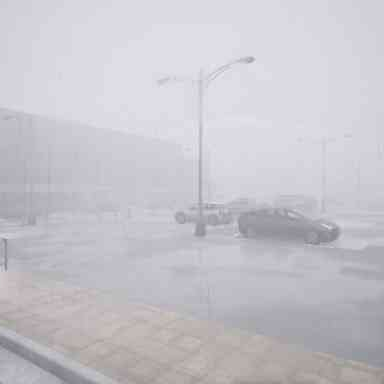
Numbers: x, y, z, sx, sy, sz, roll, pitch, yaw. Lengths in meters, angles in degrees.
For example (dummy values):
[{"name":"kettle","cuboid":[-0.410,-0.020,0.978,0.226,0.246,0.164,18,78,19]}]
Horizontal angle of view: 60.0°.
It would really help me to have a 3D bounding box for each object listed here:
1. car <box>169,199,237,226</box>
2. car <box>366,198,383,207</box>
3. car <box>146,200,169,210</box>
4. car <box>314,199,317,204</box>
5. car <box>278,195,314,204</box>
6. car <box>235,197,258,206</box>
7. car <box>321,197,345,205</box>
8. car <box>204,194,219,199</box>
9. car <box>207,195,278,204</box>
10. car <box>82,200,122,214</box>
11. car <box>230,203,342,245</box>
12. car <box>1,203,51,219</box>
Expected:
[{"name":"car","cuboid":[0.731,1.424,22.436,3.806,1.475,1.970,0,0,35]},{"name":"car","cuboid":[28.055,1.576,49.322,3.806,1.475,1.970,0,0,35]},{"name":"car","cuboid":[-4.523,1.740,46.326,1.994,1.385,4.181,0,0,36]},{"name":"car","cuboid":[12.883,1.289,40.931,4.605,1.855,1.932,0,0,35]},{"name":"car","cuboid":[11.544,1.269,38.320,3.866,1.878,1.905,0,0,35]},{"name":"car","cuboid":[10.013,1.668,60.538,2.128,1.511,4.902,0,0,35]},{"name":"car","cuboid":[23.710,1.565,56.035,3.633,1.501,1.845,0,0,35]},{"name":"car","cuboid":[3.884,1.398,51.834,2.150,2.045,5.566,0,0,35]},{"name":"car","cuboid":[4.167,1.345,27.866,5.027,1.636,2.152,0,0,35]},{"name":"car","cuboid":[-10.302,1.681,38.172,1.837,1.490,4.892,0,0,35]},{"name":"car","cuboid":[4.378,1.490,15.379,4.514,1.523,2.007,0,0,35]},{"name":"car","cuboid":[-15.376,1.740,30.987,1.994,1.385,4.181,0,0,35]}]
